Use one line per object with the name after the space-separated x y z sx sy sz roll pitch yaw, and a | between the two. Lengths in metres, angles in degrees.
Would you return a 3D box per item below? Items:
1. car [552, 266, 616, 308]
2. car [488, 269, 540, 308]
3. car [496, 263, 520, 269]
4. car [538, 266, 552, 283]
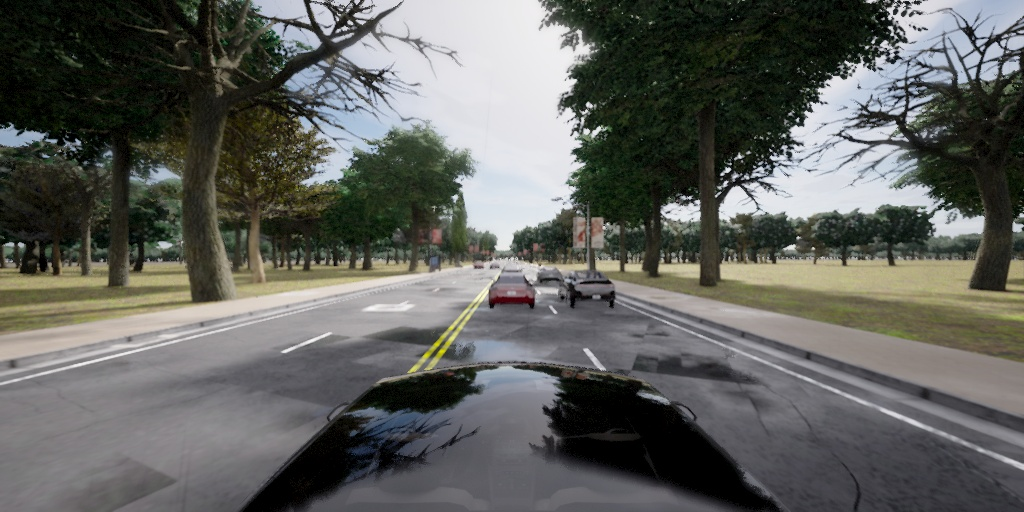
3.245 1.378 16.165 2.128 1.511 4.902 0 0 0 | car
-0.008 1.450 16.121 1.994 1.385 4.181 0 0 0 | car
-0.035 1.519 31.159 2.128 1.511 4.902 0 0 0 | car
3.216 1.591 31.163 1.994 1.385 4.181 0 -1 0 | car
